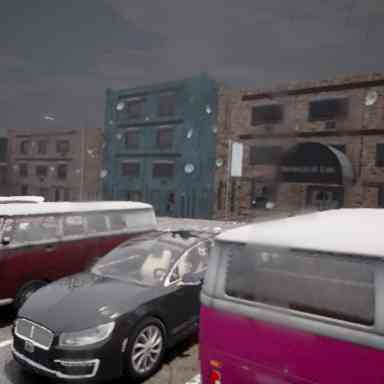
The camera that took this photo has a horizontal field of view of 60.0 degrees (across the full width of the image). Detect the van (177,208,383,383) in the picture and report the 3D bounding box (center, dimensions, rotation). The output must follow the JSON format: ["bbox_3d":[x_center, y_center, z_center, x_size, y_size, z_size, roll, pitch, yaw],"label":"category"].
[{"bbox_3d":[1.946,1.250,4.152,1.878,1.987,4.442,0,0,36],"label":"van"}]

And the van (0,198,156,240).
[{"bbox_3d":[-2.753,1.217,7.219,1.878,1.987,4.442,0,0,35],"label":"van"}]

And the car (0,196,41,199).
[{"bbox_3d":[-7.268,1.159,10.545,2.435,2.045,5.566,0,0,35],"label":"car"}]

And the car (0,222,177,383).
[{"bbox_3d":[-0.402,1.460,5.692,2.231,1.521,4.892,0,0,36],"label":"car"}]
